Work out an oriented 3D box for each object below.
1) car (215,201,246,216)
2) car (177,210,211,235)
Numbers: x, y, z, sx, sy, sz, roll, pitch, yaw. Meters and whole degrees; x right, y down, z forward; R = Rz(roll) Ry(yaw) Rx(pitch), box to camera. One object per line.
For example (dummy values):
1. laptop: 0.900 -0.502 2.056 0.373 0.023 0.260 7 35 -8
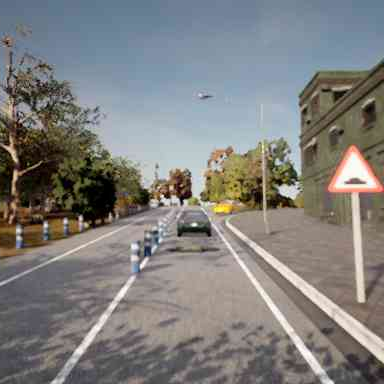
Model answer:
1. car: 4.360 1.715 37.238 1.882 1.535 5.008 -7 -3 33
2. car: 0.129 1.794 20.292 1.994 1.385 4.181 0 -1 0
